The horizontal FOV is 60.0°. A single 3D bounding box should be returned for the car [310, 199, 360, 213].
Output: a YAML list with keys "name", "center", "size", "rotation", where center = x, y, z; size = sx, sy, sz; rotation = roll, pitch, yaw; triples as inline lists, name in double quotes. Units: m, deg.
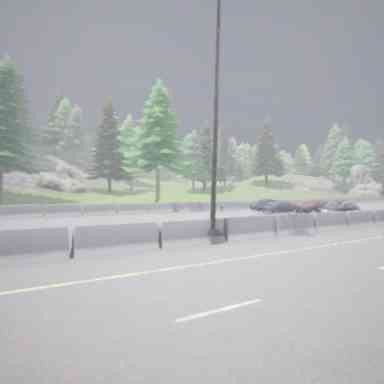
- name: "car"
  center: [13.608, 1.566, 30.827]
  size: [4.902, 1.511, 2.128]
  rotation: [0, 0, -35]

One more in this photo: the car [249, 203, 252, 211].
- name: "car"
  center: [9.037, 1.552, 40.450]
  size: [4.892, 1.490, 1.837]
  rotation: [0, 0, -35]

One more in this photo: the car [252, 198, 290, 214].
- name: "car"
  center: [9.497, 1.607, 36.497]
  size: [5.357, 1.411, 2.033]
  rotation: [0, 0, -35]

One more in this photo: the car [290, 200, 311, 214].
- name: "car"
  center: [12.875, 1.540, 34.595]
  size: [5.008, 1.535, 1.882]
  rotation: [0, 0, -35]
